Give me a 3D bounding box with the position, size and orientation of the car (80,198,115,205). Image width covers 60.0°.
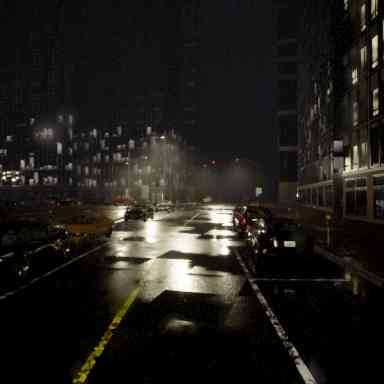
[{"bbox_3d":[-15.232,1.675,53.857,4.313,1.339,1.947,0,-1,15],"label":"car"}]

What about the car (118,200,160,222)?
[{"bbox_3d":[-4.114,1.578,26.396,2.008,1.369,4.403,1,0,5],"label":"car"}]

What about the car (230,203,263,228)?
[{"bbox_3d":[3.666,1.557,23.211,1.887,1.381,4.507,1,0,5],"label":"car"}]

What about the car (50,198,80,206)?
[{"bbox_3d":[-20.624,1.695,55.338,4.403,1.369,2.008,0,-1,15],"label":"car"}]

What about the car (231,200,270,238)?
[{"bbox_3d":[3.275,1.449,17.582,1.967,1.590,4.097,1,0,4],"label":"car"}]

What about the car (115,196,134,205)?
[{"bbox_3d":[-13.152,1.575,61.460,5.009,1.841,2.192,0,-1,15],"label":"car"}]

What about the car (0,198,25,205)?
[{"bbox_3d":[-31.408,1.767,58.300,4.403,1.369,2.008,0,-1,15],"label":"car"}]

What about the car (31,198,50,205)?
[{"bbox_3d":[-29.499,1.894,65.947,4.829,1.417,1.752,0,-1,15],"label":"car"}]

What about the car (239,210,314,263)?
[{"bbox_3d":[2.981,1.571,11.902,1.947,1.339,4.313,1,0,2],"label":"car"}]

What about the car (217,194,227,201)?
[{"bbox_3d":[8.166,1.530,89.894,2.192,1.841,5.009,1,0,16],"label":"car"}]

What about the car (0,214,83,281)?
[{"bbox_3d":[-5.116,1.574,9.973,1.947,1.339,4.313,1,0,2],"label":"car"}]

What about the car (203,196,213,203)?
[{"bbox_3d":[3.602,1.675,73.806,1.752,1.417,4.829,1,0,14],"label":"car"}]

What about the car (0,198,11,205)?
[{"bbox_3d":[-40.124,1.989,68.866,4.403,1.369,2.008,0,-1,15],"label":"car"}]

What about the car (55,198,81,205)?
[{"bbox_3d":[-23.940,1.882,64.420,4.403,1.369,2.008,0,-1,15],"label":"car"}]

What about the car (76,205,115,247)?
[{"bbox_3d":[-4.884,1.540,15.297,1.752,1.417,4.829,1,0,3],"label":"car"}]

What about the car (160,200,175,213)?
[{"bbox_3d":[-2.983,1.595,37.153,2.008,1.369,4.403,1,0,7],"label":"car"}]

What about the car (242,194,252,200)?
[{"bbox_3d":[12.603,1.440,76.045,2.192,1.841,5.009,1,0,15],"label":"car"}]
